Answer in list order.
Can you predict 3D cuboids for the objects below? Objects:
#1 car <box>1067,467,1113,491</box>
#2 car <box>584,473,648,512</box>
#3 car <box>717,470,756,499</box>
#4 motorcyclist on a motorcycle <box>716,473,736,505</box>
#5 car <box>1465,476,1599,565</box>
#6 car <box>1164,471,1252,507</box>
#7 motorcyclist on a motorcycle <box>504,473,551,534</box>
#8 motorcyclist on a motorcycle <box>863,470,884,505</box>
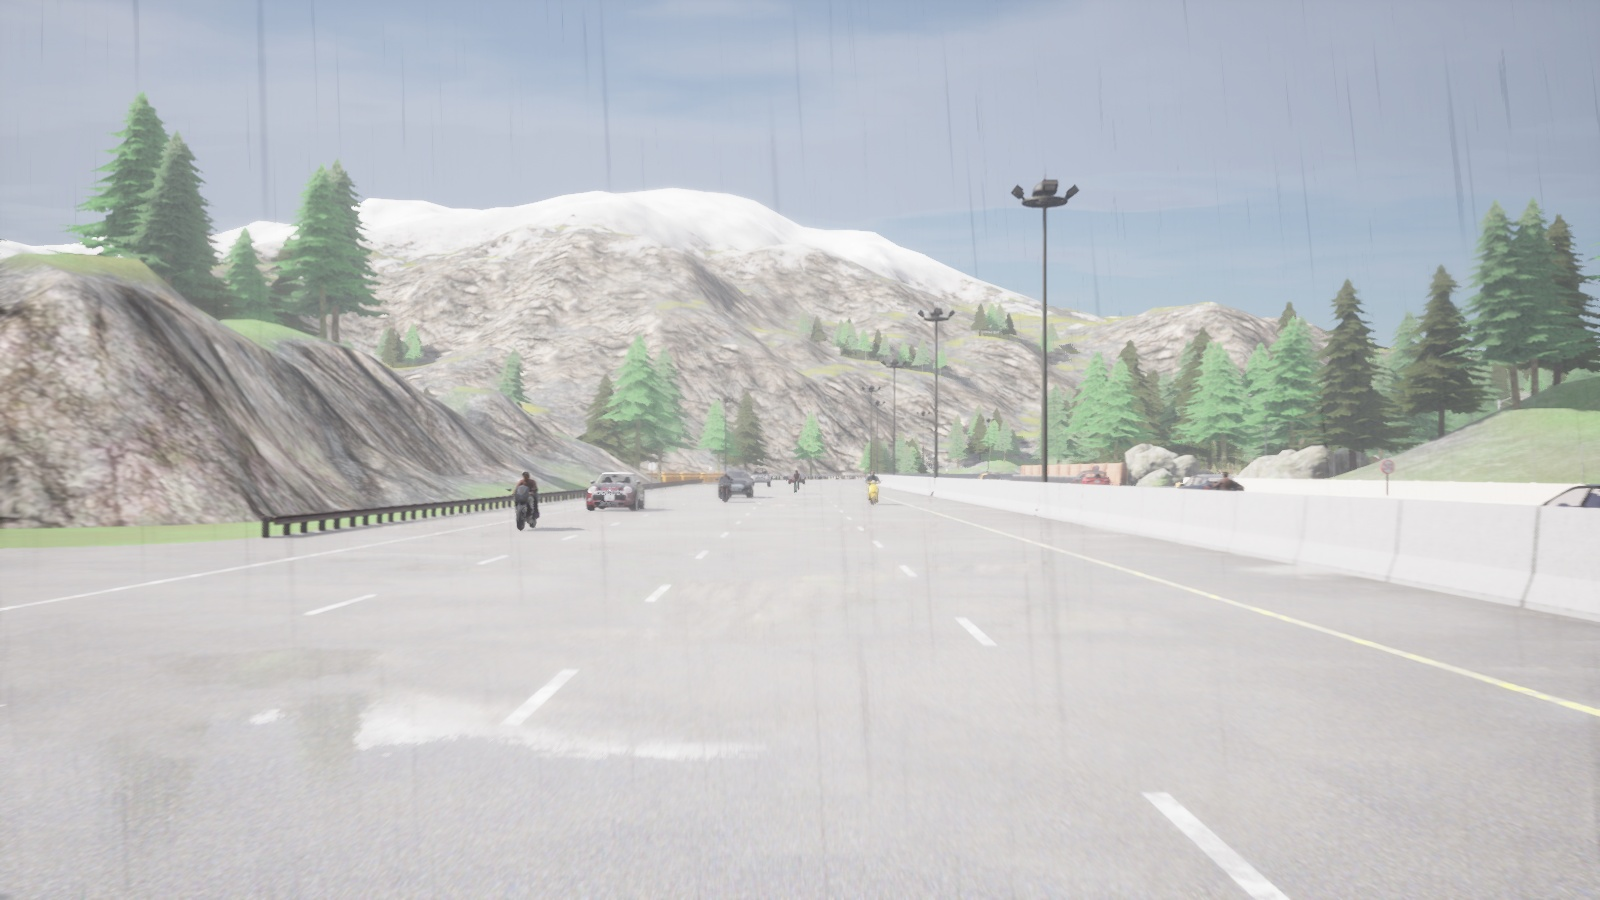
[{"bbox_3d":[20.781,2.080,90.202,2.242,1.667,4.611,0,-1,0],"label":"car"},{"bbox_3d":[-7.118,1.625,48.945,1.970,1.475,3.806,0,-1,0],"label":"car"},{"bbox_3d":[-3.678,1.981,73.184,2.033,1.649,4.856,0,-1,0],"label":"car"},{"bbox_3d":[-3.650,1.898,61.947,0.866,1.530,2.191,0,-1,0],"label":"motorcyclist on a motorcycle"},{"bbox_3d":[13.947,1.168,21.723,2.033,1.411,5.357,0,-1,0],"label":"car"},{"bbox_3d":[17.370,1.640,53.694,2.163,1.488,4.792,0,-1,0],"label":"car"},{"bbox_3d":[-7.080,1.371,32.738,0.797,1.523,2.044,0,-1,0],"label":"motorcyclist on a motorcycle"},{"bbox_3d":[3.360,1.716,57.629,0.866,1.590,1.817,0,-1,0],"label":"motorcyclist on a motorcycle"}]
